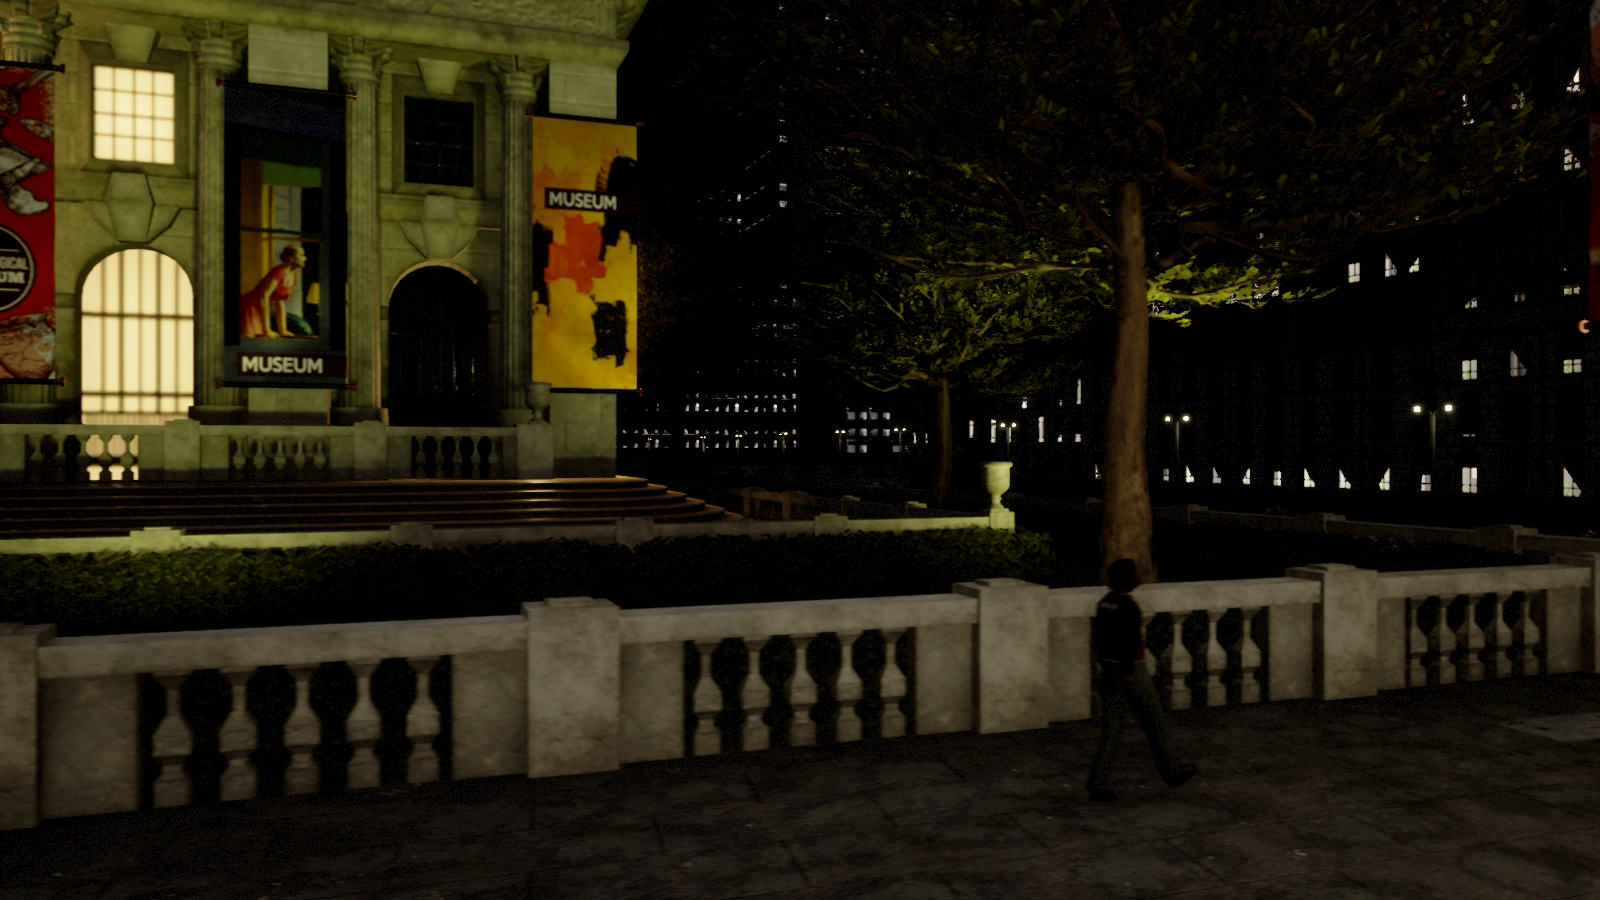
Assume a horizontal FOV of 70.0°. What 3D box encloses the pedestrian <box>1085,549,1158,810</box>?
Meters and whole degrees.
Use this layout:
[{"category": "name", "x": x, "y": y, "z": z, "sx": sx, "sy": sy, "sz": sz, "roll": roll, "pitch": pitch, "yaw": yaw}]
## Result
[{"category": "pedestrian", "x": 2.415, "y": 1.697, "z": 8.586, "sx": 0.375, "sy": 1.860, "sz": 0.375, "roll": 0, "pitch": 0, "yaw": -25}]
